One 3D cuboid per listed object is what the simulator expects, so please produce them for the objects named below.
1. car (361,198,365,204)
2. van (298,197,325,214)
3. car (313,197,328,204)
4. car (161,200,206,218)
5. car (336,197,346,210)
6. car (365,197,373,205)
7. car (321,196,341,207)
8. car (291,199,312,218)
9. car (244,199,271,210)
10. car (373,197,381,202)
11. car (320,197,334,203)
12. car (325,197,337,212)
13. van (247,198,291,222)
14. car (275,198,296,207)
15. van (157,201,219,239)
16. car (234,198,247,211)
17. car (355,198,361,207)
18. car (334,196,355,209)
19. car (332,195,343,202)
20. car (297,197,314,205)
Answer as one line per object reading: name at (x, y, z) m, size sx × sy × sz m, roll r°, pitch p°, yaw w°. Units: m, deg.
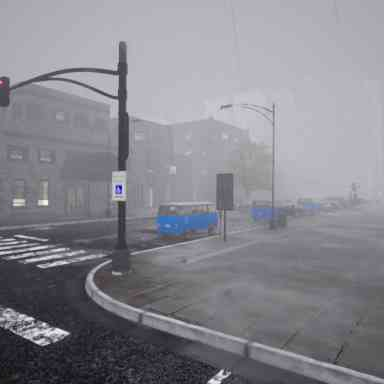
car at (28.567, 1.748, 58.456) m, size 1.752 × 1.417 × 4.829 m, roll 0°, pitch 0°, yaw 35°
van at (12.590, 1.469, 35.732) m, size 1.690 × 1.788 × 3.998 m, roll 0°, pitch 0°, yaw 35°
car at (27.878, 1.729, 72.046) m, size 1.752 × 1.417 × 4.829 m, roll 0°, pitch 0°, yaw 35°
car at (-0.706, 1.558, 31.394) m, size 1.752 × 1.417 × 4.829 m, roll 0°, pitch 0°, yaw 35°
car at (18.940, 1.729, 44.766) m, size 1.947 × 1.339 × 4.313 m, roll 0°, pitch 0°, yaw 35°
car at (34.821, 1.810, 67.351) m, size 1.887 × 1.381 × 4.507 m, roll 0°, pitch 0°, yaw 35°
car at (22.967, 1.534, 54.986) m, size 2.097 × 1.767 × 4.553 m, roll 1°, pitch 0°, yaw 35°
car at (9.412, 1.656, 31.215) m, size 1.887 × 1.381 × 4.507 m, roll 0°, pitch 0°, yaw 35°
car at (8.920, 1.629, 45.085) m, size 1.887 × 1.381 × 4.507 m, roll 0°, pitch 0°, yaw 35°
car at (44.350, 1.900, 80.901) m, size 1.947 × 1.339 × 4.313 m, roll 0°, pitch 0°, yaw 35°
car at (31.152, 1.793, 76.702) m, size 1.947 × 1.339 × 4.313 m, roll 0°, pitch 0°, yaw 35°
car at (15.863, 1.671, 40.389) m, size 1.752 × 1.417 × 4.829 m, roll 0°, pitch 0°, yaw 35°
van at (6.237, 1.436, 26.699) m, size 1.690 × 1.788 × 3.998 m, roll 0°, pitch 0°, yaw 35°
car at (15.272, 1.666, 54.118) m, size 1.887 × 1.381 × 4.507 m, roll 0°, pitch 0°, yaw 35°
van at (-0.115, 1.407, 17.665) m, size 1.690 × 1.788 × 3.998 m, roll 0°, pitch 0°, yaw 35°
car at (5.745, 1.507, 40.568) m, size 1.967 × 1.590 × 4.097 m, roll 0°, pitch 0°, yaw 35°
car at (25.295, 1.517, 53.801) m, size 2.192 × 1.841 × 5.009 m, roll 0°, pitch 0°, yaw 35°
car at (22.118, 1.497, 49.284) m, size 2.192 × 1.841 × 5.009 m, roll 0°, pitch 0°, yaw 35°
car at (37.504, 1.713, 85.736) m, size 1.967 × 1.590 × 4.097 m, roll 0°, pitch 0°, yaw 35°
car at (21.624, 1.706, 63.152) m, size 1.887 × 1.381 × 4.507 m, roll 0°, pitch 0°, yaw 35°
